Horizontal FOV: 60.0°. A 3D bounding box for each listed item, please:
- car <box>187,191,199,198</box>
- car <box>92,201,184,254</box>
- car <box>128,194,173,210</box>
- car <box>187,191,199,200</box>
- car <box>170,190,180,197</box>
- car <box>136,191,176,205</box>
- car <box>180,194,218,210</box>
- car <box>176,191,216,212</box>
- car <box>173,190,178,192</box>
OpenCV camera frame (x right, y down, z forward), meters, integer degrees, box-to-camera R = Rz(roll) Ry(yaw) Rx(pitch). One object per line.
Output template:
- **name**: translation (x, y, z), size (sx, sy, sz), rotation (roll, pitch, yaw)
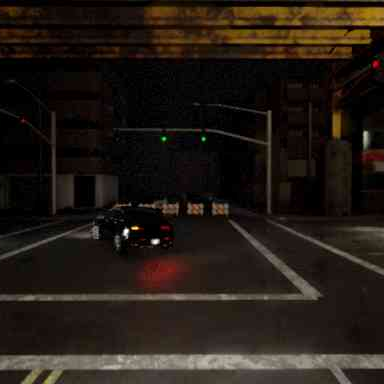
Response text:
- **car**: translation (0.141, 0.391, 56.153), size (1.853, 1.218, 4.536), rotation (0, 1, 0)
- **car**: translation (-2.402, 1.298, 12.777), size (1.837, 1.490, 4.892), rotation (2, 0, -30)
- **car**: translation (-3.626, 0.813, 29.862), size (1.853, 1.218, 4.536), rotation (0, 1, 25)
- **car**: translation (0.142, 0.549, 56.103), size (2.038, 1.542, 4.974), rotation (0, 1, 0)
- **car**: translation (-3.291, 0.254, 64.673), size (1.853, 1.218, 4.536), rotation (0, 1, 0)
- **car**: translation (-3.648, 0.971, 29.818), size (2.038, 1.542, 4.974), rotation (0, 1, 25)
- **car**: translation (0.494, 0.818, 29.557), size (1.853, 1.218, 4.536), rotation (0, 1, -20)
- **car**: translation (0.513, 0.976, 29.511), size (2.038, 1.542, 4.974), rotation (0, 1, -20)
- **car**: translation (-3.290, 0.412, 64.624), size (2.038, 1.542, 4.974), rotation (0, 1, 0)
